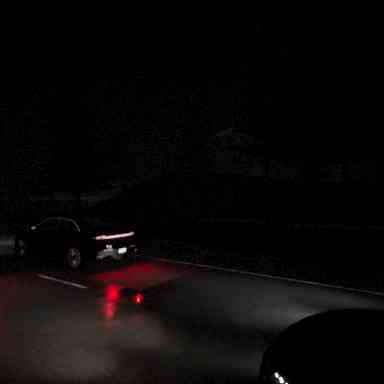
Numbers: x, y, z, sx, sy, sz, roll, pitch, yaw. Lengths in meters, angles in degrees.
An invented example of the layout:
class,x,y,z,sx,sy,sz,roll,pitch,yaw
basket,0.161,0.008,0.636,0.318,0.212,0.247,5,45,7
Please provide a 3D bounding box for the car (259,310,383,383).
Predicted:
class,x,y,z,sx,sy,sz,roll,pitch,yaw
car,2.812,1.491,1.995,4.902,1.511,2.128,0,0,35

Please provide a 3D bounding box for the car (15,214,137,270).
class,x,y,z,sx,sy,sz,roll,pitch,yaw
car,-3.989,1.474,11.036,4.902,1.511,2.128,0,0,35
